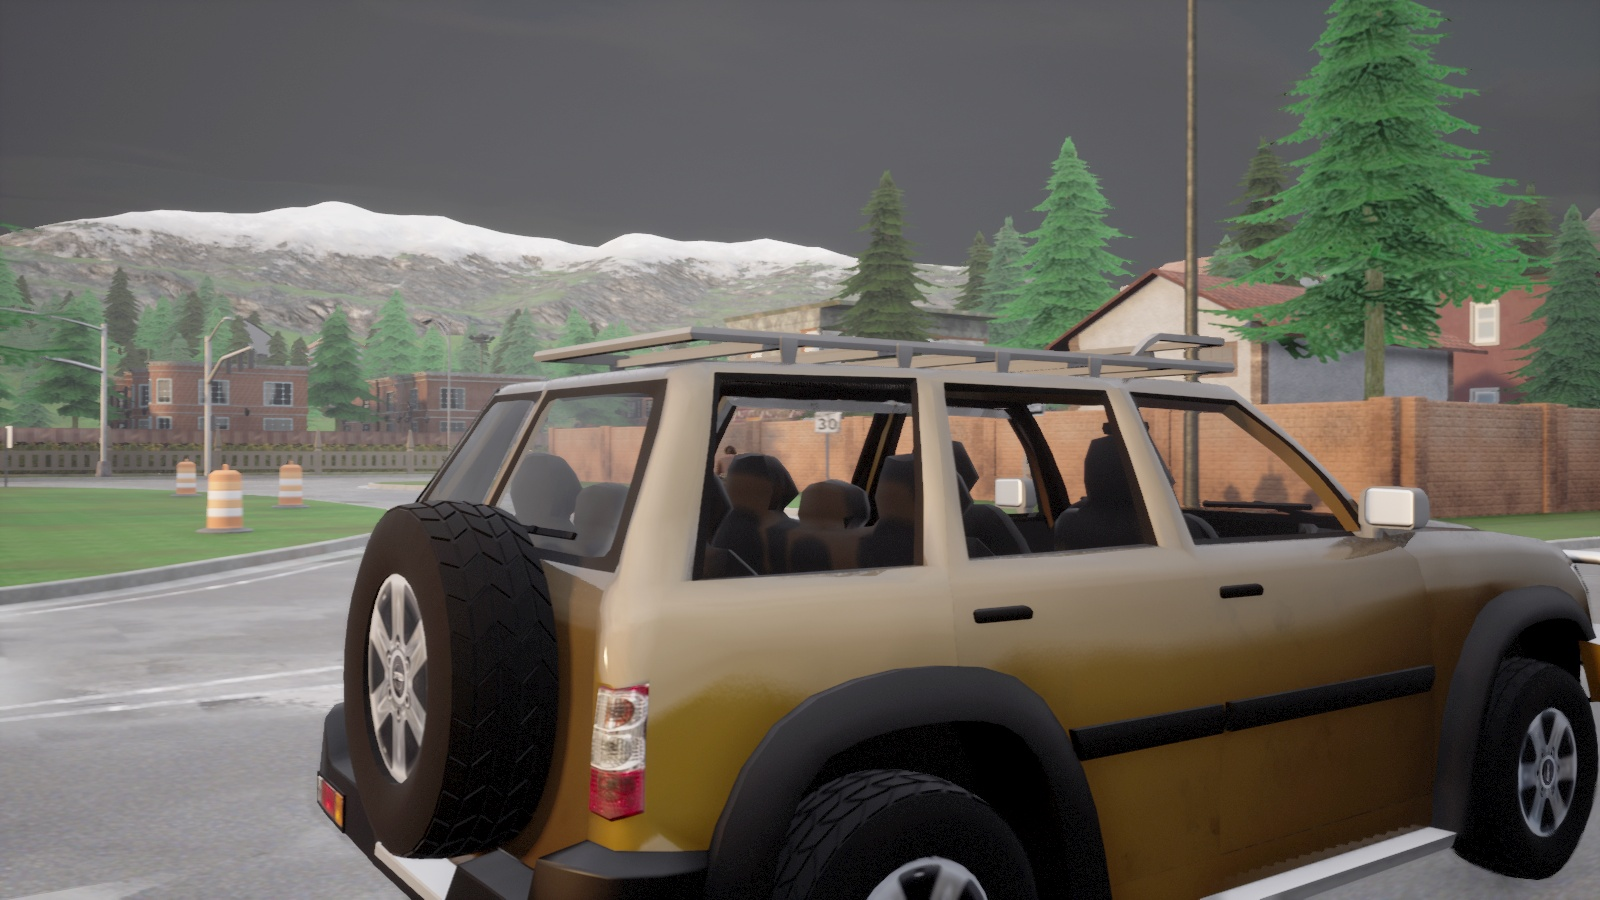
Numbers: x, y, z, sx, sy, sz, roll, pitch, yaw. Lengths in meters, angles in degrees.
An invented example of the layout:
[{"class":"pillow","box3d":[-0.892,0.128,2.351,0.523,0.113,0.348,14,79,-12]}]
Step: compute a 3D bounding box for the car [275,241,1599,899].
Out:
[{"class":"car","box3d":[0.874,0.570,4.269,4.605,1.855,1.932,0,0,-35]}]
